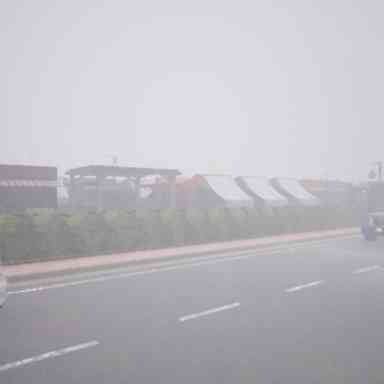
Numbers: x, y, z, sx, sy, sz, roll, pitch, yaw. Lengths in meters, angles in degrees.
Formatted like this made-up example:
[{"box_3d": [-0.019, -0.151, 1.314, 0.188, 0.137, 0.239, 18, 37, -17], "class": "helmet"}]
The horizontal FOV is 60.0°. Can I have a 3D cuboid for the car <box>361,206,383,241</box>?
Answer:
[{"box_3d": [10.566, 1.336, 16.116, 5.566, 2.045, 2.150, 0, 0, -32], "class": "car"}]

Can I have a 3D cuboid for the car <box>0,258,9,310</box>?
[{"box_3d": [-5.317, 1.516, 4.802, 4.674, 1.442, 1.812, 0, 0, -32], "class": "car"}]
